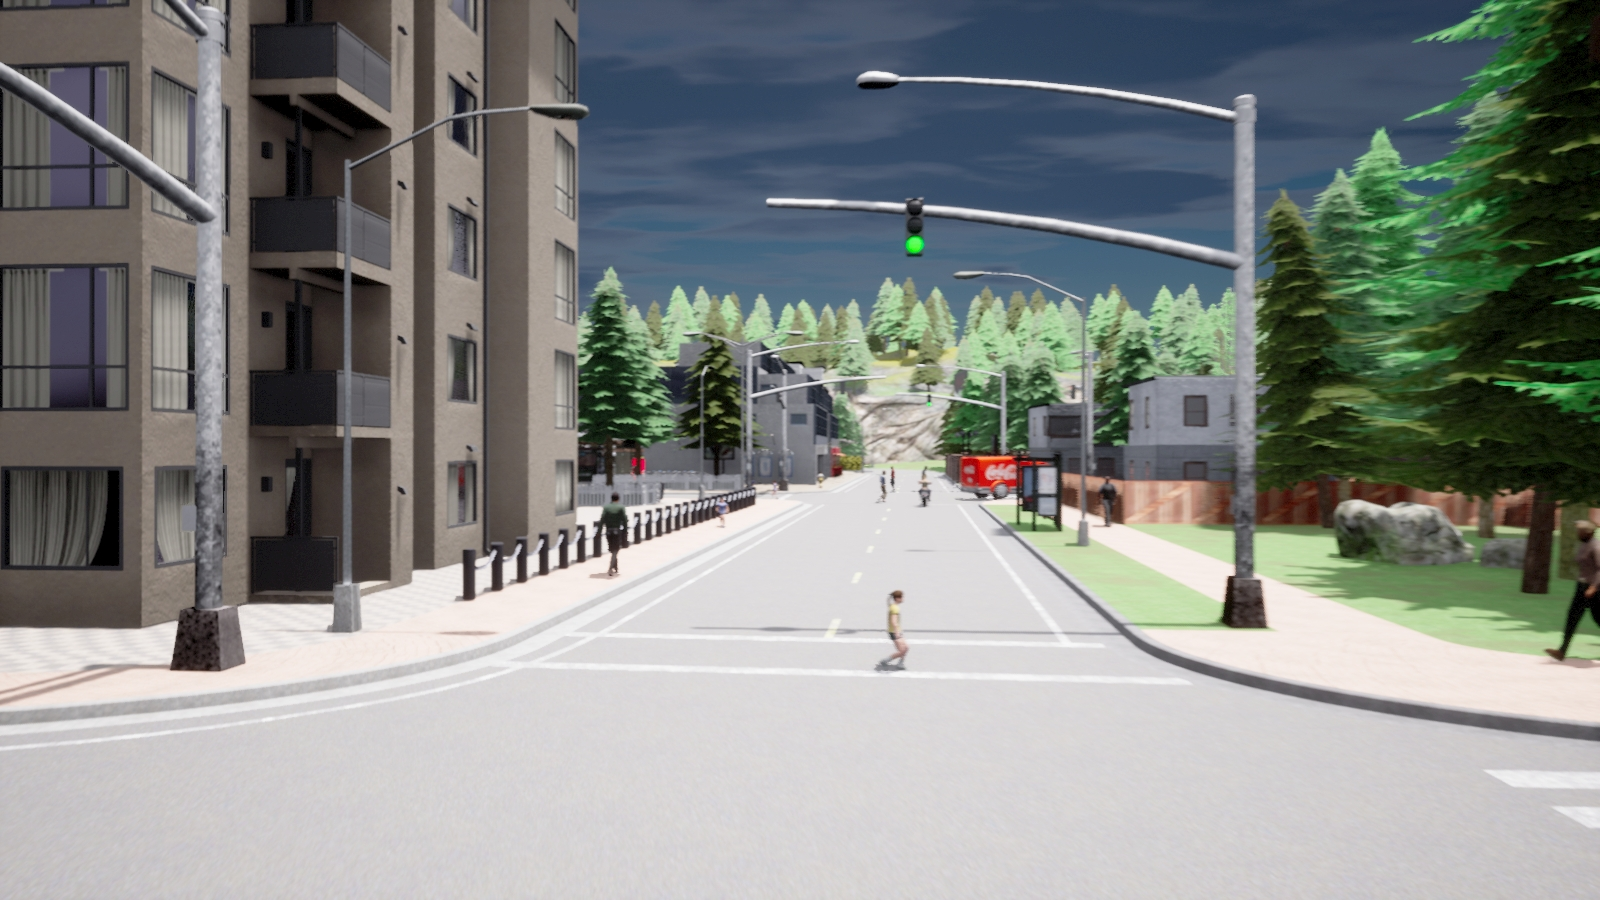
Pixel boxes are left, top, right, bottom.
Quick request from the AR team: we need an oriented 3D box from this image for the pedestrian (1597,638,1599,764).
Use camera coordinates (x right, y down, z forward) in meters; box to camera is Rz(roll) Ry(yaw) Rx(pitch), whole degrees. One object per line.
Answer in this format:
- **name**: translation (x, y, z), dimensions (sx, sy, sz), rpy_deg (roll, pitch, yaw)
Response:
- **pedestrian**: translation (7.296, 2.218, 9.860), dimensions (0.500, 1.100, 0.500), rpy_deg (0, 0, 3)

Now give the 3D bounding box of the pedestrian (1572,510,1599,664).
- **pedestrian**: translation (9.874, 1.687, 14.159), dimensions (0.375, 1.860, 0.375), rpy_deg (0, 0, 7)

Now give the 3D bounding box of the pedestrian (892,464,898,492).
- **pedestrian**: translation (6.378, 1.902, 76.788), dimensions (0.375, 1.860, 0.375), rpy_deg (0, 0, 3)

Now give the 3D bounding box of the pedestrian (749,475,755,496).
- **pedestrian**: translation (-2.986, 2.185, 70.882), dimensions (0.375, 1.300, 0.375), rpy_deg (0, 0, -8)

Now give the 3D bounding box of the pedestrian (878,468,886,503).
- **pedestrian**: translation (4.387, 1.887, 61.089), dimensions (0.375, 1.860, 0.375), rpy_deg (0, 0, 12)

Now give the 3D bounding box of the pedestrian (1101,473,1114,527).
- **pedestrian**: translation (10.667, 1.721, 39.696), dimensions (0.375, 1.860, 0.375), rpy_deg (0, 0, 4)

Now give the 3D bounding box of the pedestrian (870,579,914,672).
- **pedestrian**: translation (1.165, 2.224, 14.525), dimensions (0.500, 1.100, 0.500), rpy_deg (0, 0, -1)

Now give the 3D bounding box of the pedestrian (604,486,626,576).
- **pedestrian**: translation (-3.899, 1.696, 24.051), dimensions (0.375, 1.860, 0.375), rpy_deg (0, 0, 5)

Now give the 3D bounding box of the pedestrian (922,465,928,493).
- **pedestrian**: translation (8.273, 1.903, 75.705), dimensions (0.375, 1.860, 0.375), rpy_deg (0, 0, 12)

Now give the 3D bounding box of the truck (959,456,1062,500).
- **truck**: translation (12.158, 1.598, 66.147), dimensions (5.204, 2.467, 2.627), rpy_deg (0, -1, -18)

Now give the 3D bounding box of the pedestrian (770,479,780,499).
- **pedestrian**: translation (-1.365, 2.121, 62.514), dimensions (0.500, 1.100, 0.500), rpy_deg (0, 0, -3)

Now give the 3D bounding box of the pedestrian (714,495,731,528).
- **pedestrian**: translation (-2.652, 2.093, 39.198), dimensions (0.500, 1.100, 0.500), rpy_deg (0, 0, 4)
